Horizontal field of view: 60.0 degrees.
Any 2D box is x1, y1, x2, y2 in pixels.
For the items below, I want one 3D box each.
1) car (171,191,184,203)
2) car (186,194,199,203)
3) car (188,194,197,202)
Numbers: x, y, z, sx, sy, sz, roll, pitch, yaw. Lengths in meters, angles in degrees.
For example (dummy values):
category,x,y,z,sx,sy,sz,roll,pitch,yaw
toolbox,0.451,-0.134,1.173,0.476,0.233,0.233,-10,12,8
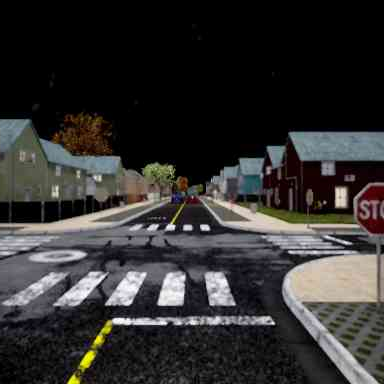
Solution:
category,x,y,z,sx,sy,sz,roll,pitch,yaw
car,-2.682,0.904,61.882,2.150,2.045,5.566,0,0,0
car,0.062,1.041,57.708,2.097,1.767,4.553,0,0,0
car,0.074,1.200,67.742,1.812,1.442,4.674,0,0,0
